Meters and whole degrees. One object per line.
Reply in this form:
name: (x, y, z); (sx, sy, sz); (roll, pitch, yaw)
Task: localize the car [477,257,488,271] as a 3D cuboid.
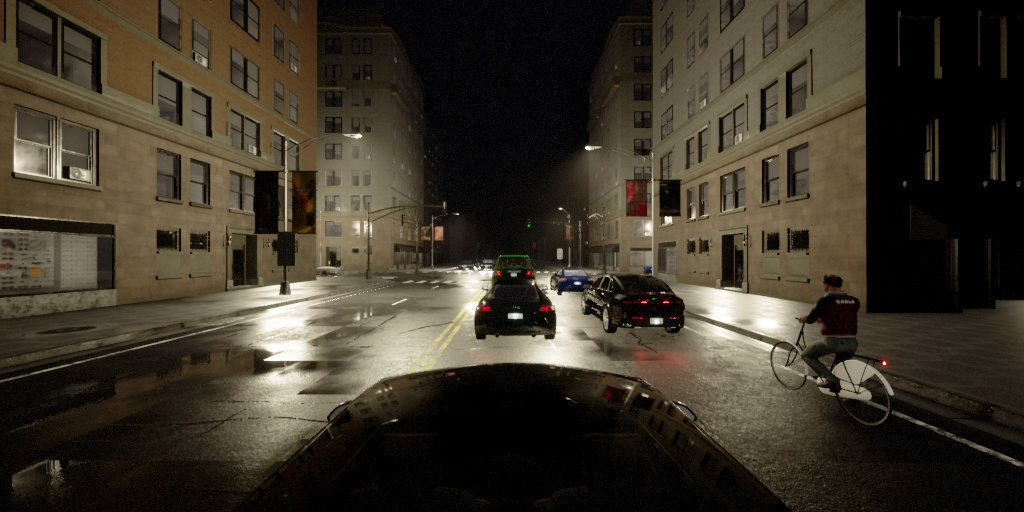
car: (-3.397, 1.257, 50.991); (2.128, 1.511, 4.902); (0, 0, 0)

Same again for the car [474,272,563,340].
car: (0.087, 1.315, 10.027); (1.994, 1.385, 4.181); (0, 0, 0)

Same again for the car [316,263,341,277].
car: (-19.215, 1.335, 34.738); (4.718, 1.301, 1.895); (0, 0, 3)

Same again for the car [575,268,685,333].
car: (3.336, 1.256, 10.693); (1.837, 1.490, 4.892); (0, 0, 0)

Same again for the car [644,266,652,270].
car: (16.363, 1.289, 37.584); (5.008, 1.535, 1.882); (0, 0, 0)

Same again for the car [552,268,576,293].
car: (3.230, 1.317, 19.715); (1.994, 1.385, 4.181); (0, 0, 0)

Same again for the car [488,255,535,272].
car: (0.079, 0.975, 19.440); (2.150, 2.045, 5.566); (0, 0, 0)

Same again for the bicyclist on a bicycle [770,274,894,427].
bicyclist on a bicycle: (4.140, 1.121, 4.834); (0.659, 1.776, 1.843); (0, 0, 0)

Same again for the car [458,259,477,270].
car: (-6.645, 1.292, 52.247); (1.812, 1.442, 4.674); (0, 0, 0)
